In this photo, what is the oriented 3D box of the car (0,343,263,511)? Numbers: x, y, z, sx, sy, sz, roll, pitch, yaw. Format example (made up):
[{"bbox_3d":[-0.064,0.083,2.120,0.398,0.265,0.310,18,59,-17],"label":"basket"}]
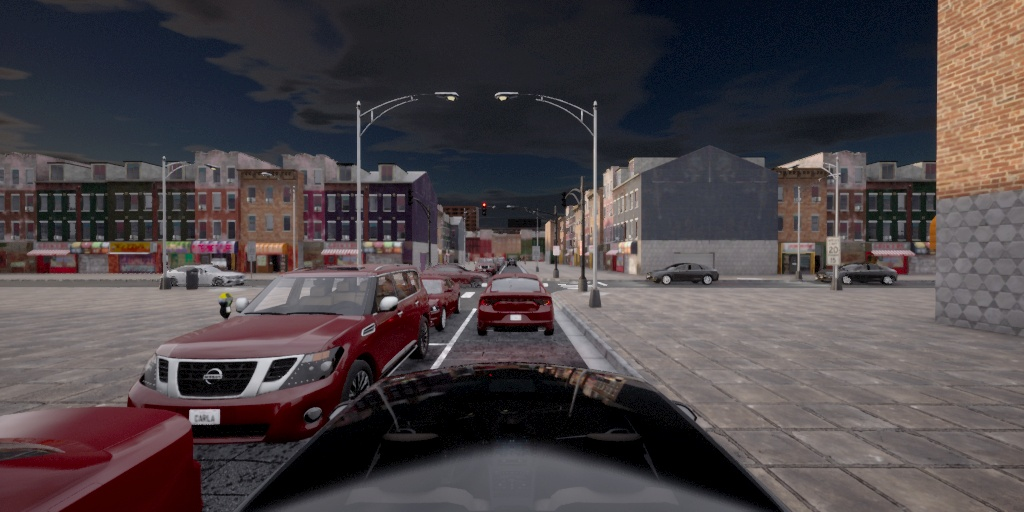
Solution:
[{"bbox_3d":[-2.638,1.295,0.164,1.888,1.381,4.507,0,0,0],"label":"car"}]

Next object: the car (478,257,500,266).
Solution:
[{"bbox_3d":[-2.665,1.072,37.441,2.192,1.841,5.009,0,0,0],"label":"car"}]

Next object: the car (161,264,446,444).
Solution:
[{"bbox_3d":[-2.641,1.064,5.598,2.192,1.841,5.009,0,0,0],"label":"car"}]

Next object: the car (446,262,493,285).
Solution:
[{"bbox_3d":[-3.737,1.280,22.883,4.674,1.442,1.812,0,0,0],"label":"car"}]

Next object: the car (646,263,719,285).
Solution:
[{"bbox_3d":[12.210,1.264,25.812,4.892,1.490,1.837,0,0,0],"label":"car"}]

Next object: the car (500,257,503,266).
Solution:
[{"bbox_3d":[-2.673,1.081,48.295,2.192,1.841,5.009,0,0,0],"label":"car"}]

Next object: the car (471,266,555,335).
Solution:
[{"bbox_3d":[0.090,1.227,10.496,1.882,1.535,5.008,0,0,0],"label":"car"}]

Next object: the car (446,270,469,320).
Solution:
[{"bbox_3d":[-2.645,1.294,11.032,1.888,1.381,4.507,0,0,0],"label":"car"}]

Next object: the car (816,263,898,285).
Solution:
[{"bbox_3d":[24.710,1.283,25.798,4.892,1.490,1.837,0,0,0],"label":"car"}]

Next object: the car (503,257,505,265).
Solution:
[{"bbox_3d":[-2.684,1.337,64.575,2.007,1.370,4.403,0,0,0],"label":"car"}]
